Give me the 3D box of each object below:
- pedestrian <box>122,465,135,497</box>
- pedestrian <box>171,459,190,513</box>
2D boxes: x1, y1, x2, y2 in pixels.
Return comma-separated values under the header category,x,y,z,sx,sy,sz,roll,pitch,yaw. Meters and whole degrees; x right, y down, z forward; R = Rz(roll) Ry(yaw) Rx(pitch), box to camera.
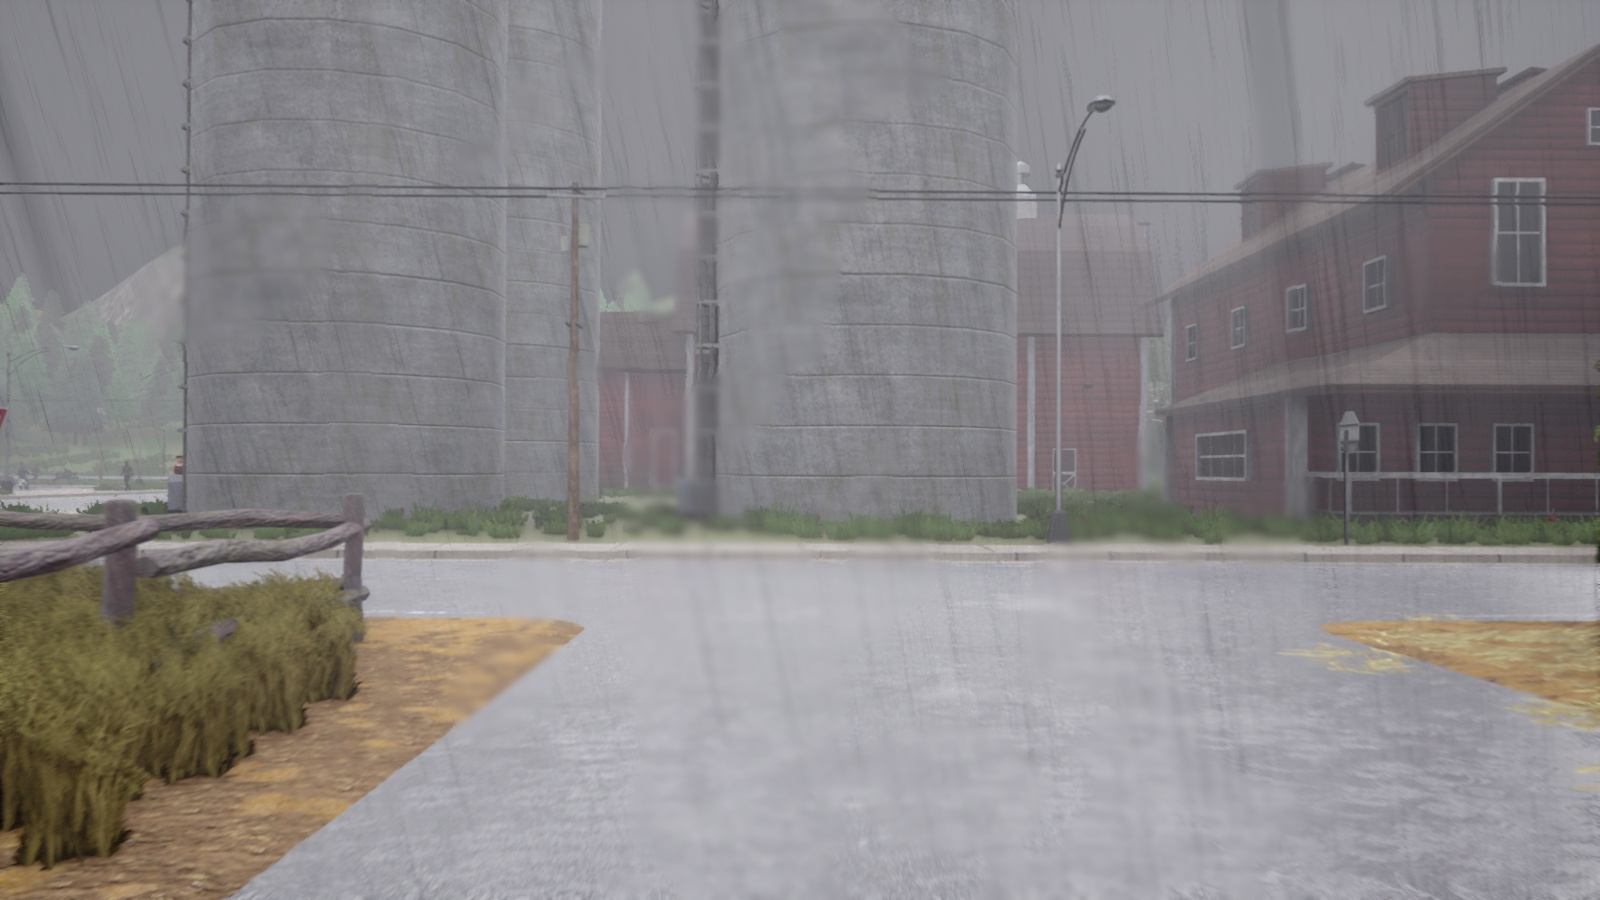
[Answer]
category,x,y,z,sx,sy,sz,roll,pitch,yaw
pedestrian,-38.719,1.767,72.378,0.328,1.805,0.869,0,-1,-3
pedestrian,-21.453,1.242,43.492,0.345,1.836,0.594,0,-1,4
